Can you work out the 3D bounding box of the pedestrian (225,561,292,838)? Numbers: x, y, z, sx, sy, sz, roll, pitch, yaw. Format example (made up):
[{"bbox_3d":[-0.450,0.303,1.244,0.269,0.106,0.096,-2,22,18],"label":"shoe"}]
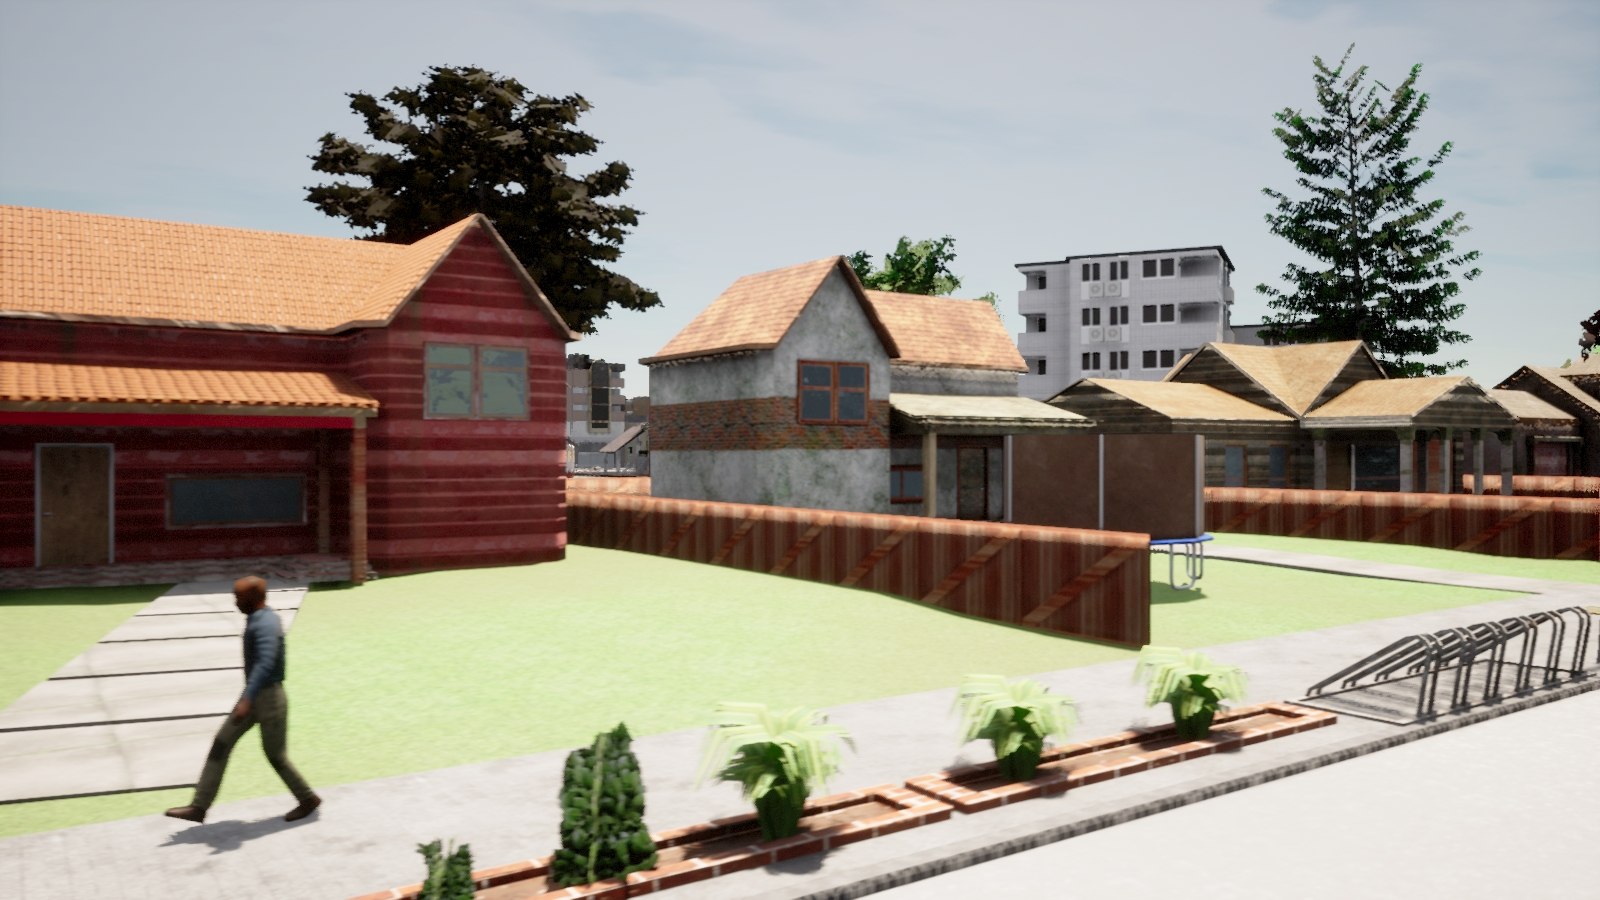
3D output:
[{"bbox_3d":[-3.855,1.743,8.128,0.375,1.860,0.375,0,0,-35],"label":"pedestrian"}]
